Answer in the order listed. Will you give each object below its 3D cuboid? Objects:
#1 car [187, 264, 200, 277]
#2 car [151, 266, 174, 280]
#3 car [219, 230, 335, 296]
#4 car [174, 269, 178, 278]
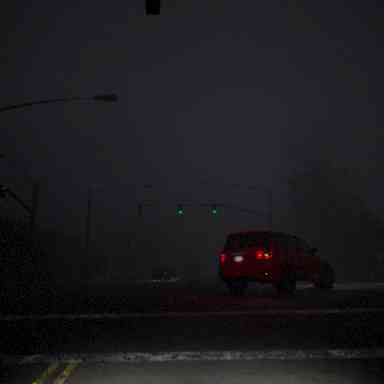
[{"bbox_3d":[0.256,13.917,59.039,2.150,2.045,5.566,-1,-14,0],"label":"car"},{"bbox_3d":[-3.447,9.039,37.431,1.882,1.535,5.008,-1,-14,0],"label":"car"},{"bbox_3d":[3.280,2.665,12.467,2.150,2.045,5.566,-14,-19,40],"label":"car"},{"bbox_3d":[-3.377,11.450,47.093,1.994,1.385,4.181,-1,-14,0],"label":"car"}]
